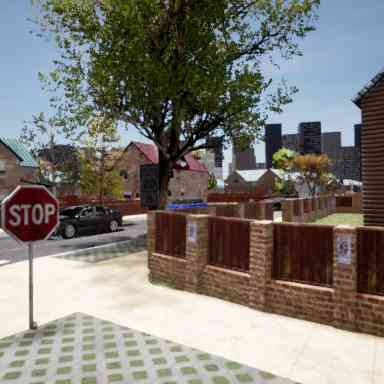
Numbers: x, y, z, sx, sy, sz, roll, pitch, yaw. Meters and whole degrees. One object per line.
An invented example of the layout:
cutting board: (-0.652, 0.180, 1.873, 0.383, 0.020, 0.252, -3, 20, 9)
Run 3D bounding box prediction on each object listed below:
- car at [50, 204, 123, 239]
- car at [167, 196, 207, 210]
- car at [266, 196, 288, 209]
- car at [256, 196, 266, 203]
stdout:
car: (-5.710, 1.442, 17.225, 1.837, 1.490, 4.892, -1, 0, 31)
car: (-0.613, 1.223, 25.592, 2.097, 1.767, 4.553, -1, 0, 32)
car: (10.378, 1.304, 37.907, 1.895, 1.301, 4.718, -1, 0, 31)
car: (9.633, 1.257, 42.254, 1.812, 1.442, 4.674, -1, 0, 32)
